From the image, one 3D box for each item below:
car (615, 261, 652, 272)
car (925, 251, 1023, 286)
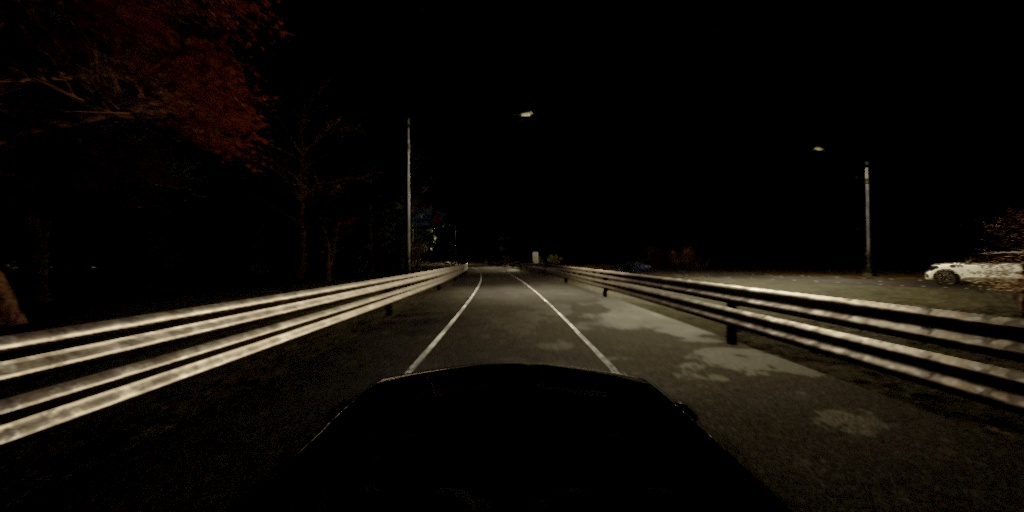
[{"bbox_3d":[16.068,1.412,47.660,2.033,1.411,5.357,0,0,-22],"label":"car"},{"bbox_3d":[27.115,0.738,19.819,2.150,2.045,5.566,0,-1,-22],"label":"car"}]
